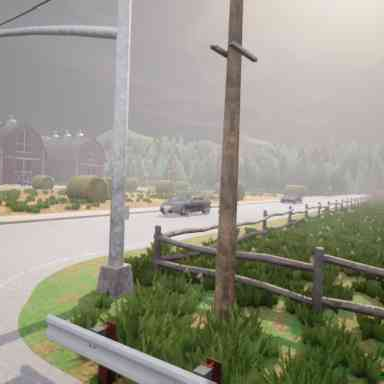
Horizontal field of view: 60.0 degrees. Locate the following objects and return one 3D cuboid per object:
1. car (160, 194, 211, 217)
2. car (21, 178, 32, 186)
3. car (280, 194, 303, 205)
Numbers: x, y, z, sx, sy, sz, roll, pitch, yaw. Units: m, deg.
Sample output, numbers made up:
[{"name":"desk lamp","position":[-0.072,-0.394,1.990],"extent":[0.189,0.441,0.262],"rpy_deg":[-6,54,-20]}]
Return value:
[{"name":"car","position":[-0.385,0.940,24.518],"extent":[2.128,1.511,4.902],"rpy_deg":[3,2,33]},{"name":"car","position":[-39.197,-2.384,79.346],"extent":[1.905,1.878,3.866],"rpy_deg":[8,2,-13]},{"name":"car","position":[13.906,0.957,46.206],"extent":[2.033,1.411,5.357],"rpy_deg":[3,2,34]}]
